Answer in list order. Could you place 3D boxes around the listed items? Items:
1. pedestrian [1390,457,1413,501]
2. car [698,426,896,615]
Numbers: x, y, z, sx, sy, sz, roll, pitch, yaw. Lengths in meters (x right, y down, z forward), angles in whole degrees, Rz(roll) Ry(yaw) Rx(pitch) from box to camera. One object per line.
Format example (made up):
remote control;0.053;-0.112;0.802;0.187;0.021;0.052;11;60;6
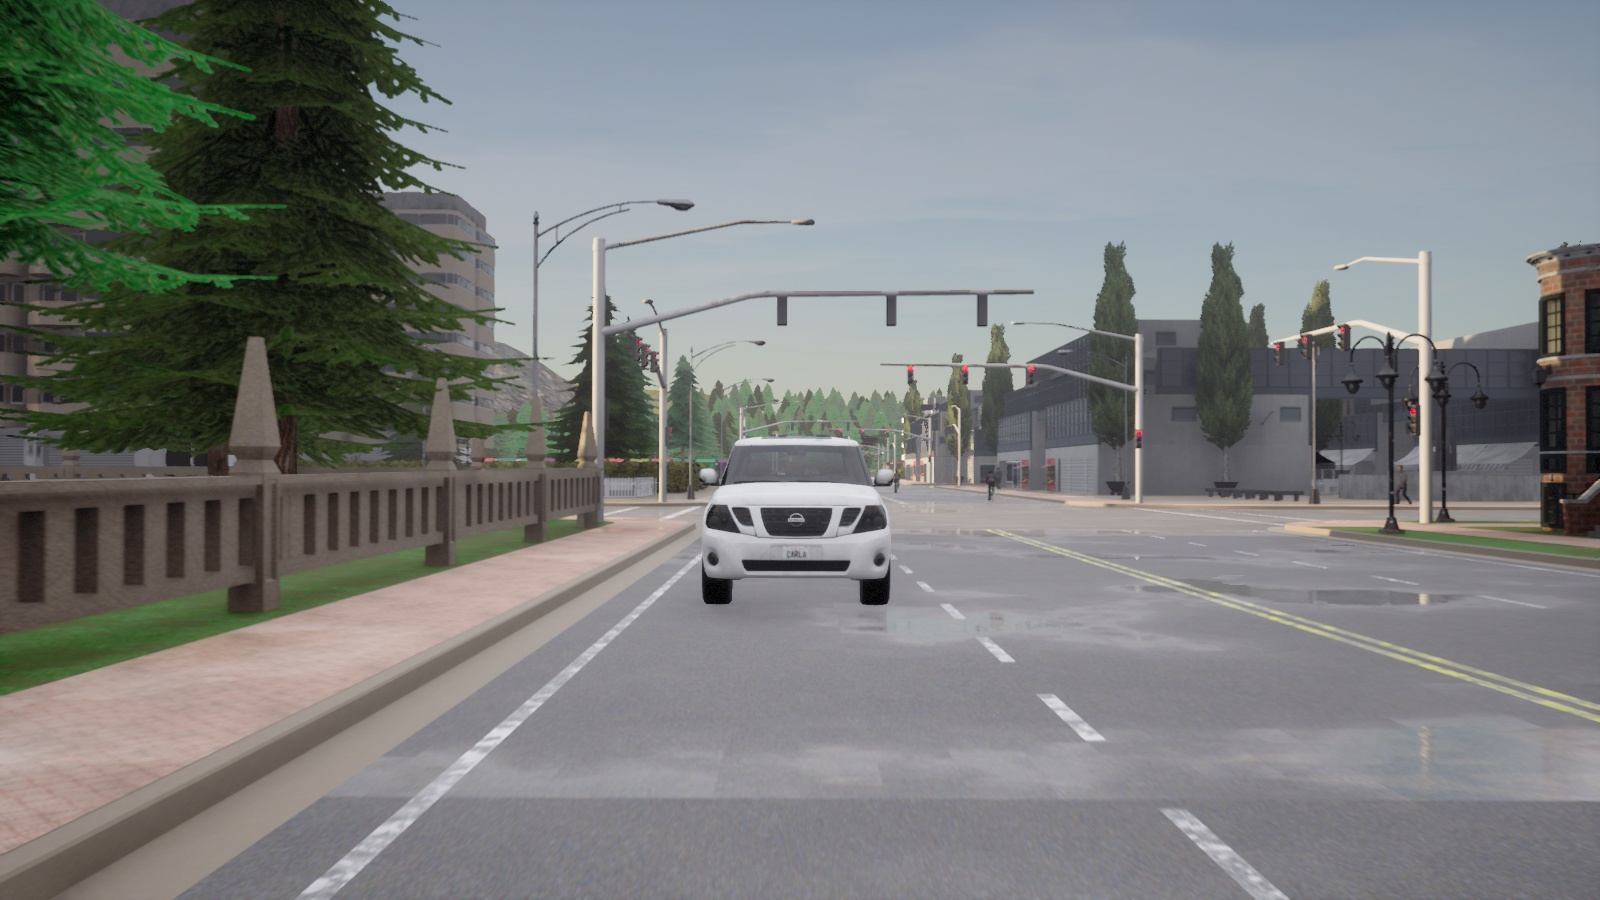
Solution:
pedestrian;26.632;1.297;55.600;0.788;1.949;0.423;0;-1;-7
car;-0.041;0.809;16.453;2.150;2.045;5.566;0;-1;0
